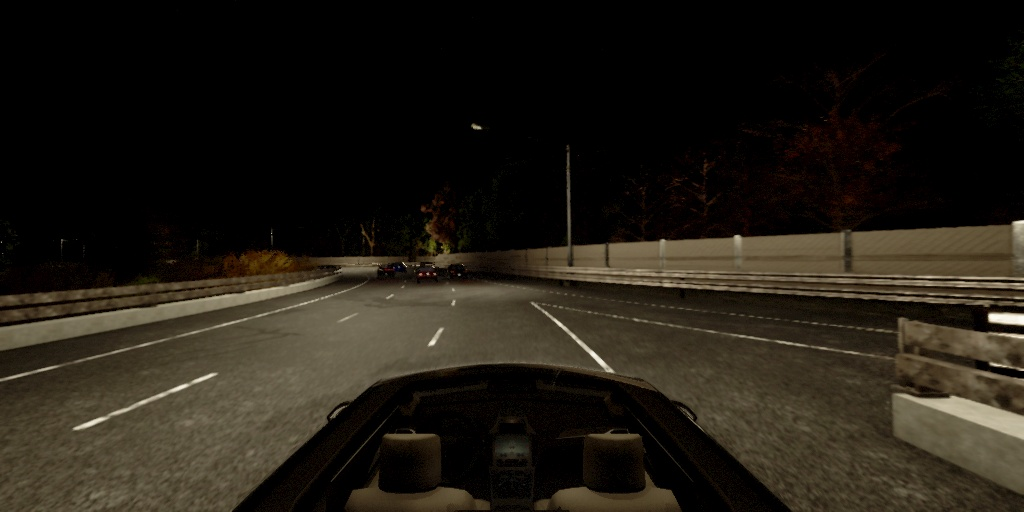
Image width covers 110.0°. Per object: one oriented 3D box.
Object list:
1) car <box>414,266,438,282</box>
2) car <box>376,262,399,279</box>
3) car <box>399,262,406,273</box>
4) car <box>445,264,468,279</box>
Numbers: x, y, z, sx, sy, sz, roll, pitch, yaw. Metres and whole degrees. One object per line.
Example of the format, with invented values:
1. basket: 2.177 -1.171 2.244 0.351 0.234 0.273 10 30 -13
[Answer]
1. car: -8.169 1.678 33.881 2.033 1.411 5.357 0 -1 -18
2. car: -14.379 1.754 40.880 2.128 1.511 4.902 0 -1 -21
3. car: -18.379 1.803 56.992 2.097 1.767 4.553 0 -1 -30
4. car: -5.862 1.574 37.793 1.812 1.442 4.674 -1 4 -16
